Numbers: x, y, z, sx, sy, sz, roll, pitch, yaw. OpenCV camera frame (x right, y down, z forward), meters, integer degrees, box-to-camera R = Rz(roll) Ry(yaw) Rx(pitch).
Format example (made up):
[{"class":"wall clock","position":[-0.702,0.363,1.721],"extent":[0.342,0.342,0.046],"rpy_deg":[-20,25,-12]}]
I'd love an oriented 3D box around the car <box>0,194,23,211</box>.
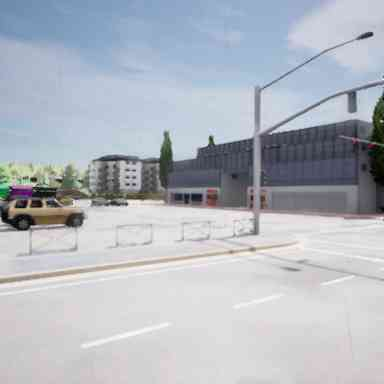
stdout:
[{"class":"car","position":[-21.481,1.206,37.761],"extent":[3.866,1.878,1.905],"rpy_deg":[1,0,-35]}]

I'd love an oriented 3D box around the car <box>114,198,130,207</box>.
[{"class":"car","position":[-12.600,1.799,57.407],"extent":[2.033,1.411,5.357],"rpy_deg":[1,0,-33]}]

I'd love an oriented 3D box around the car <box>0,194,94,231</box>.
[{"class":"car","position":[-8.487,1.201,19.370],"extent":[4.605,1.855,1.932],"rpy_deg":[1,0,-35]}]

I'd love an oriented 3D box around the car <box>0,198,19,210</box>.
[{"class":"car","position":[-23.146,1.446,40.129],"extent":[3.806,1.475,1.970],"rpy_deg":[1,0,-35]}]

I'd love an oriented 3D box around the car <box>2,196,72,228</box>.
[{"class":"car","position":[-10.114,1.204,21.764],"extent":[3.866,1.878,1.905],"rpy_deg":[1,0,-35]}]

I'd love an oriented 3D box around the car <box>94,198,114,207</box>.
[{"class":"car","position":[-15.025,1.721,54.722],"extent":[1.837,1.490,4.892],"rpy_deg":[1,-1,-33]}]
